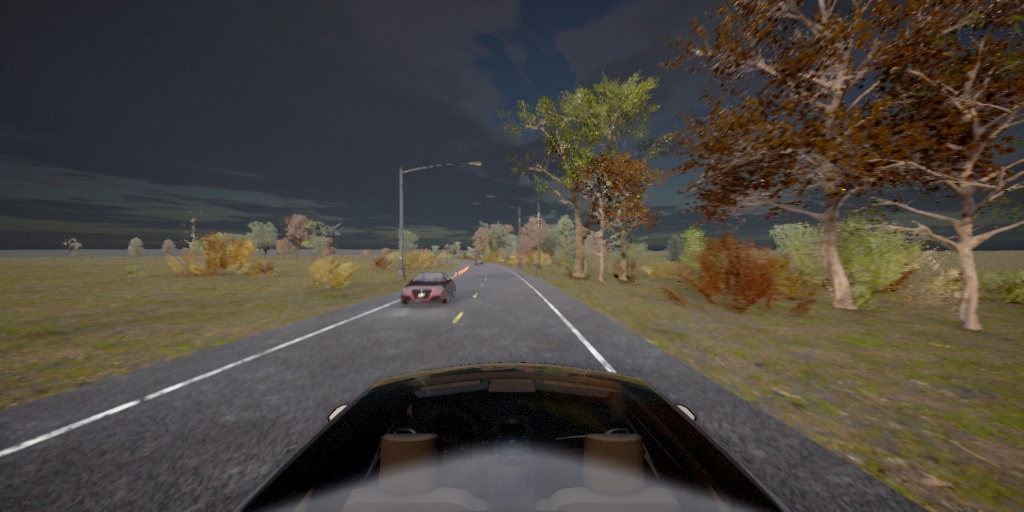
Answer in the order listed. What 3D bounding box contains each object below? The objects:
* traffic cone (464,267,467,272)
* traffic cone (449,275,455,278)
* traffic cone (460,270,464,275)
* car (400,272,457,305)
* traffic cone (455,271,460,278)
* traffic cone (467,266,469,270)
[{"bbox_3d":[-6.461,1.996,47.124,0.340,0.580,0.340,0,0,-4],"label":"traffic cone"},{"bbox_3d":[-5.582,1.919,32.220,0.340,0.580,0.340,0,0,-3],"label":"traffic cone"},{"bbox_3d":[-6.128,1.970,42.158,0.340,0.580,0.340,0,0,-4],"label":"traffic cone"},{"bbox_3d":[-3.771,1.429,16.791,1.994,1.385,4.181,0,0,-1],"label":"car"},{"bbox_3d":[-5.836,1.945,37.190,0.340,0.580,0.340,0,0,-3],"label":"traffic cone"},{"bbox_3d":[-6.831,2.021,52.087,0.340,0.580,0.340,0,0,-5],"label":"traffic cone"}]
